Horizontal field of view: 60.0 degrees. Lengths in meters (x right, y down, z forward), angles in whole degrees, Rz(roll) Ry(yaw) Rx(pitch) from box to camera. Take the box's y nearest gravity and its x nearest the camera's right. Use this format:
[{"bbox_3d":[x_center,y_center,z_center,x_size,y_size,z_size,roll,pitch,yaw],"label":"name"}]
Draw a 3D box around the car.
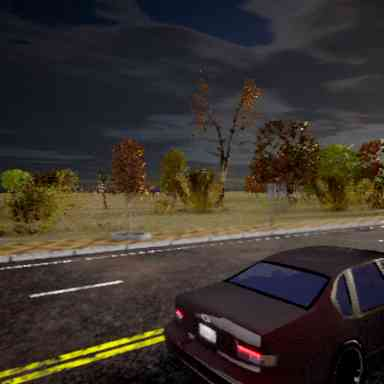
[{"bbox_3d":[2.234,1.547,4.970,5.357,1.411,2.033,0,0,-35],"label":"car"}]
